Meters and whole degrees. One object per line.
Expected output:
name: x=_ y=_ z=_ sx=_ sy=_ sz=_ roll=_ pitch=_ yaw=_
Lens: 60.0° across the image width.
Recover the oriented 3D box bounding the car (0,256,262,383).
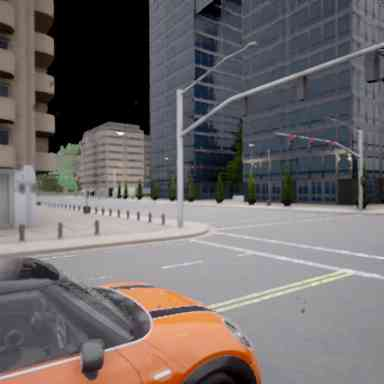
car: x=-1.551 y=1.350 z=2.685 sx=4.553 sy=1.767 sz=2.097 roll=0 pitch=0 yaw=-35
